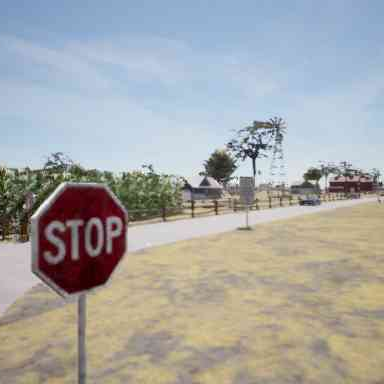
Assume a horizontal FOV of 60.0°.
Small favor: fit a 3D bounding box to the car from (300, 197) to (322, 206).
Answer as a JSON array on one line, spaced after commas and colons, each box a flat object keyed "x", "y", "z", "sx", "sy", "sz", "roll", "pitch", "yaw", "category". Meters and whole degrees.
[{"x": 17.025, "y": 1.313, "z": 47.667, "sx": 1.895, "sy": 1.301, "sz": 4.718, "roll": -1, "pitch": 0, "yaw": 35, "category": "car"}]
